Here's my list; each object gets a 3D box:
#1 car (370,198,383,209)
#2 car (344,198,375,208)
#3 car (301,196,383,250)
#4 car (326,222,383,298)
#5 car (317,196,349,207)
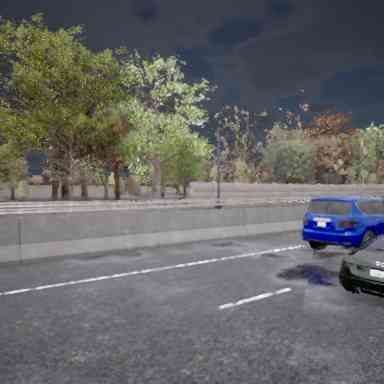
[{"bbox_3d":[25.674,1.471,43.910,4.718,1.301,1.895,0,0,-35],"label":"car"},{"bbox_3d":[23.634,1.472,46.752,4.718,1.301,1.895,0,0,-35],"label":"car"},{"bbox_3d":[6.561,1.179,12.781,5.566,2.045,2.150,0,0,-35],"label":"car"},{"bbox_3d":[5.231,1.536,7.545,4.181,1.385,1.994,0,0,-35],"label":"car"},{"bbox_3d":[20.723,1.364,48.933,4.902,1.511,2.128,0,0,-36],"label":"car"}]
